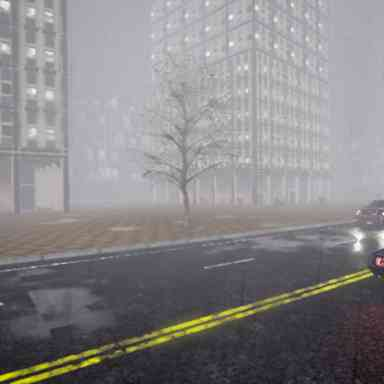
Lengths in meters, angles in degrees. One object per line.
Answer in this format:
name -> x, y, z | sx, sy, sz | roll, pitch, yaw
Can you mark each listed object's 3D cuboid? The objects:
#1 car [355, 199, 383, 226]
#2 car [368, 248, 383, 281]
car -> 12.371, 1.261, 21.350 | 4.553, 1.767, 2.097 | 0, 0, -39
car -> 6.358, 1.559, 8.173 | 4.718, 1.301, 1.895 | 0, 0, -37
